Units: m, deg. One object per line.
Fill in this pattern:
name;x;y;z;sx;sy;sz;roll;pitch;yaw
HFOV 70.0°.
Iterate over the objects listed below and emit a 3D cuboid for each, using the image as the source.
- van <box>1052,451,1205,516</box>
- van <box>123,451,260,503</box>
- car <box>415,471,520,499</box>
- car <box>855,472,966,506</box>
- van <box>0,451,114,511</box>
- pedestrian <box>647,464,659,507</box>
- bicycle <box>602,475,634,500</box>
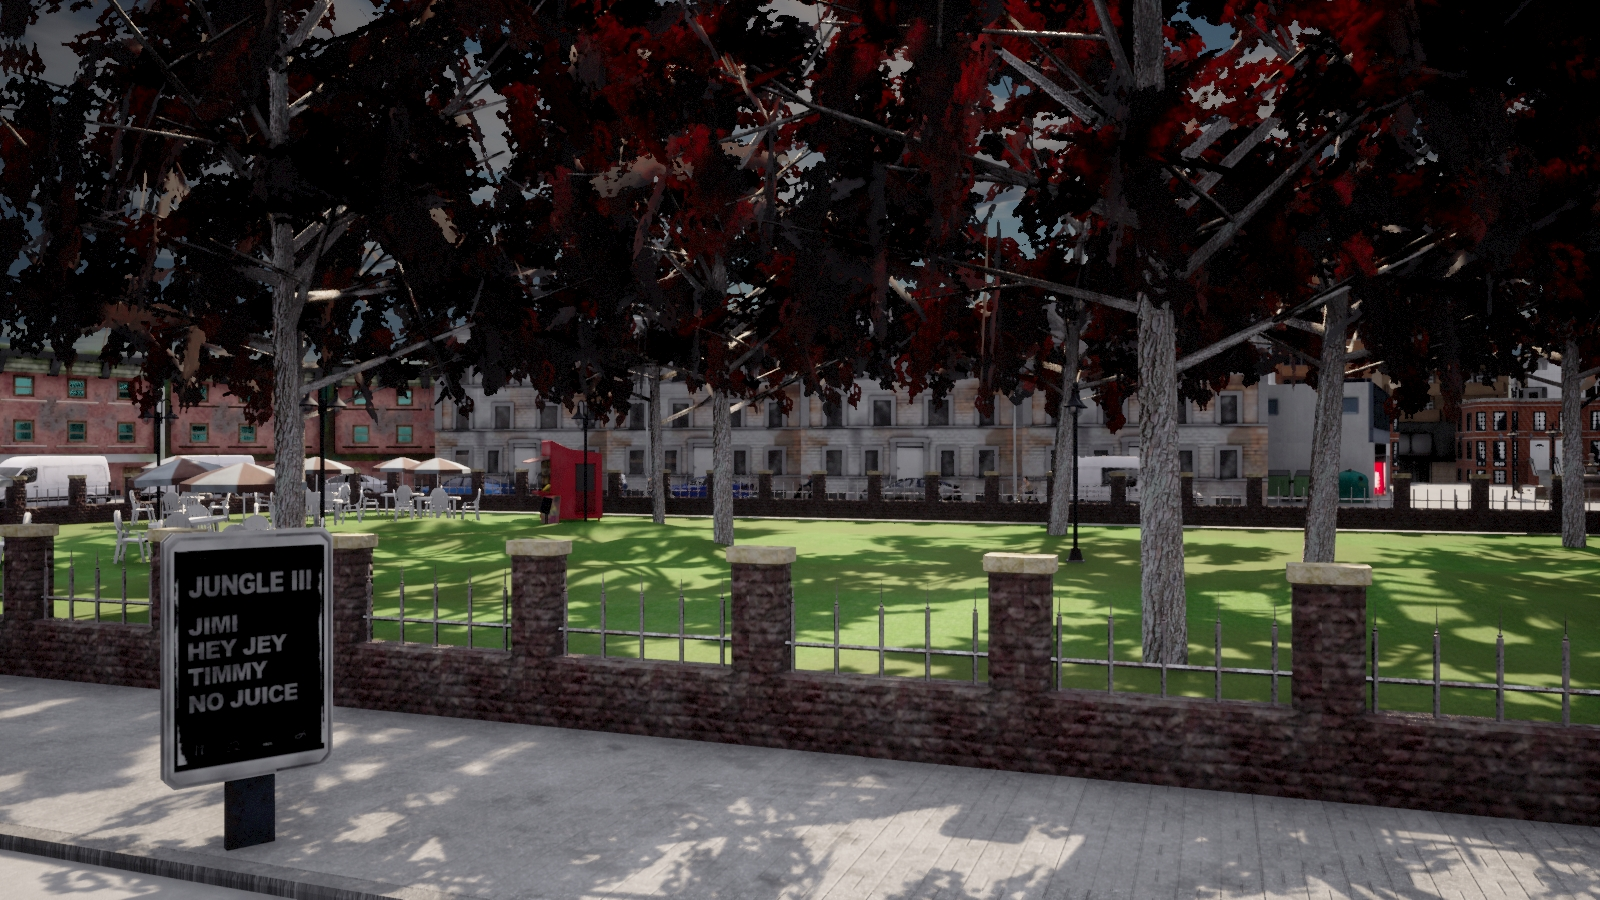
van;13.533;1.316;47.103;5.915;2.561;1.988;0;0;20
van;-31.314;1.336;58.944;1.988;2.561;5.915;0;0;41
car;-18.262;1.902;62.828;5.357;1.411;2.033;0;0;19
car;5.260;1.833;54.337;4.902;1.511;2.128;0;0;20
van;-34.456;1.334;51.696;1.988;2.561;5.915;0;0;21
pedestrian;-6.340;1.534;49.299;0.375;1.860;0.375;0;0;16
bicycle;-9.502;1.948;59.688;1.643;1.296;0.373;0;0;20
